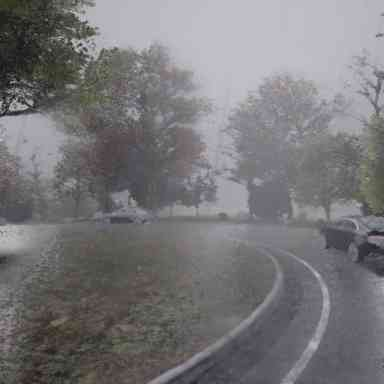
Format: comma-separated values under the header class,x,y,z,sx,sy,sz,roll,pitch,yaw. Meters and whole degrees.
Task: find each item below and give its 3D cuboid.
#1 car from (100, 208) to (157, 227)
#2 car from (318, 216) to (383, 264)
class,x,y,z,sx,sy,sz,roll,pitch,yaw
car,-5.284,2.042,27.551,4.902,1.511,2.128,-1,-1,19
car,6.289,1.631,12.410,2.128,1.511,4.902,0,-1,2
